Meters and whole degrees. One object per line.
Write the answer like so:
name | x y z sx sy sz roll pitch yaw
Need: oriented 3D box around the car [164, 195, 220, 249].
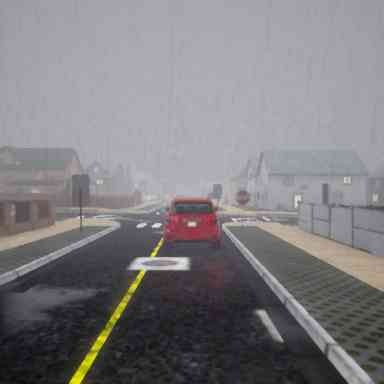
car | 0.000 1.254 14.682 2.150 2.045 5.566 0 0 0

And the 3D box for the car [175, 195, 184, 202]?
car | -2.749 1.466 73.592 1.812 1.442 4.674 0 0 0
